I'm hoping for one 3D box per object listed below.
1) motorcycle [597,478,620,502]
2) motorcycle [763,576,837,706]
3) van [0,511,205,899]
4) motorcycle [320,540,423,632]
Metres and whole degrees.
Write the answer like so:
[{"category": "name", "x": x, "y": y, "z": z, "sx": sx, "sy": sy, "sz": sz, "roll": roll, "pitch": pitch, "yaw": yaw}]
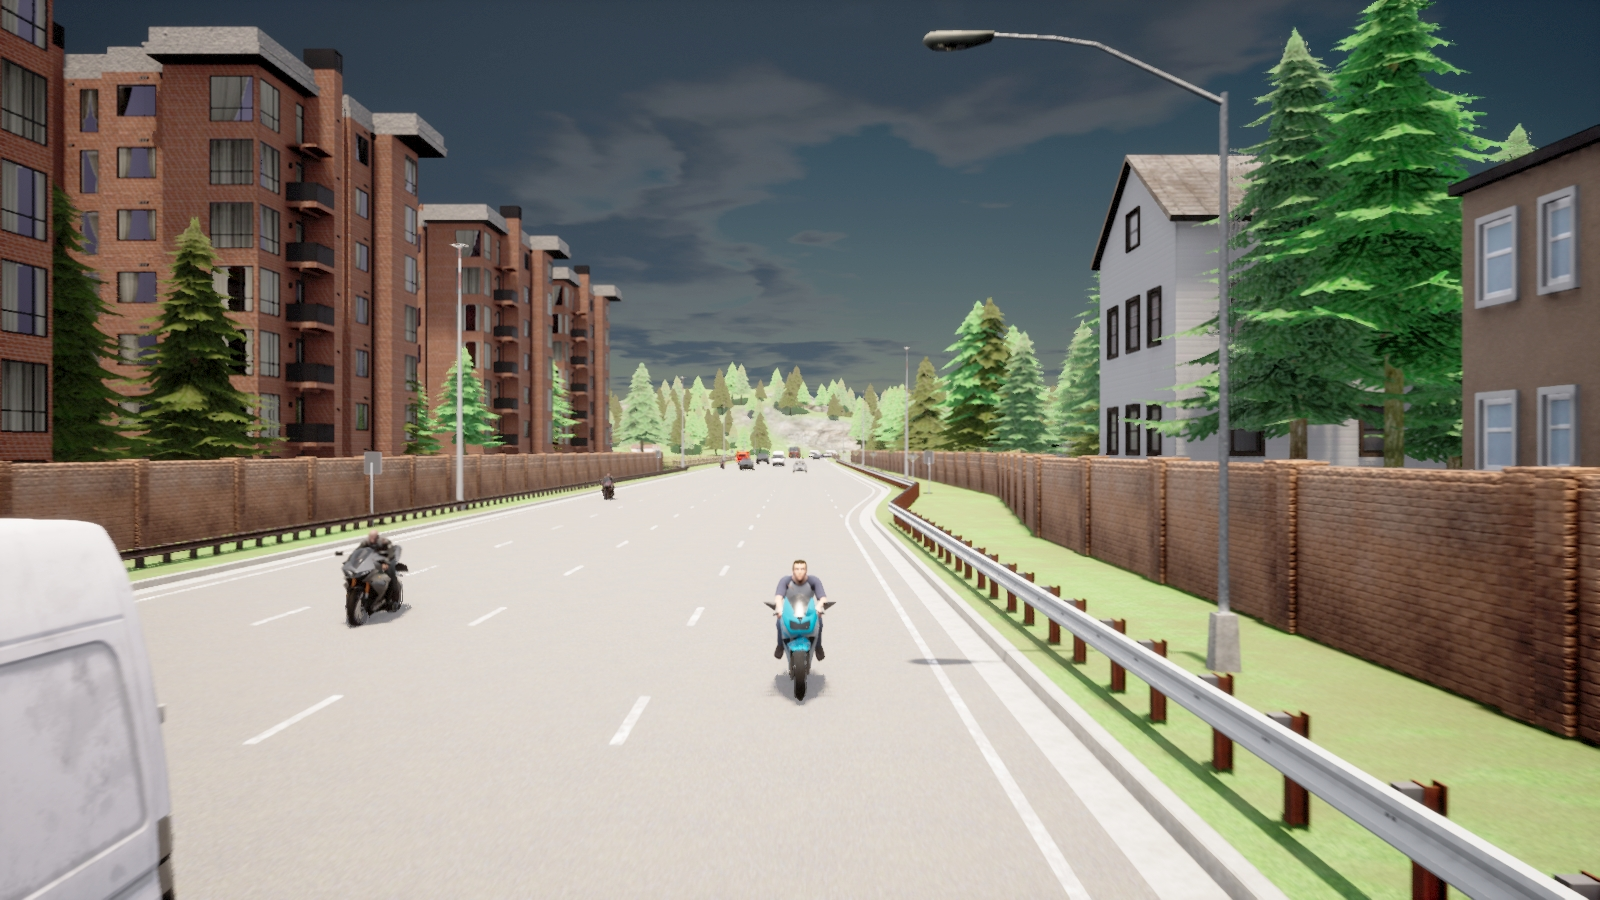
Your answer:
[{"category": "motorcycle", "x": -10.507, "y": 2.181, "z": 62.751, "sx": 0.867, "sy": 1.251, "sz": 2.209, "roll": 0, "pitch": 0, "yaw": 0}, {"category": "motorcycle", "x": -0.002, "y": 2.182, "z": 13.378, "sx": 0.803, "sy": 1.199, "sz": 2.033, "roll": 0, "pitch": -1, "yaw": 0}, {"category": "van", "x": -3.497, "y": 1.533, "z": 1.846, "sx": 1.988, "sy": 2.561, "sz": 5.915, "roll": 0, "pitch": 0, "yaw": 0}, {"category": "motorcycle", "x": -7.003, "y": 2.197, "z": 18.822, "sx": 0.867, "sy": 1.251, "sz": 2.209, "roll": 0, "pitch": 0, "yaw": 0}]
